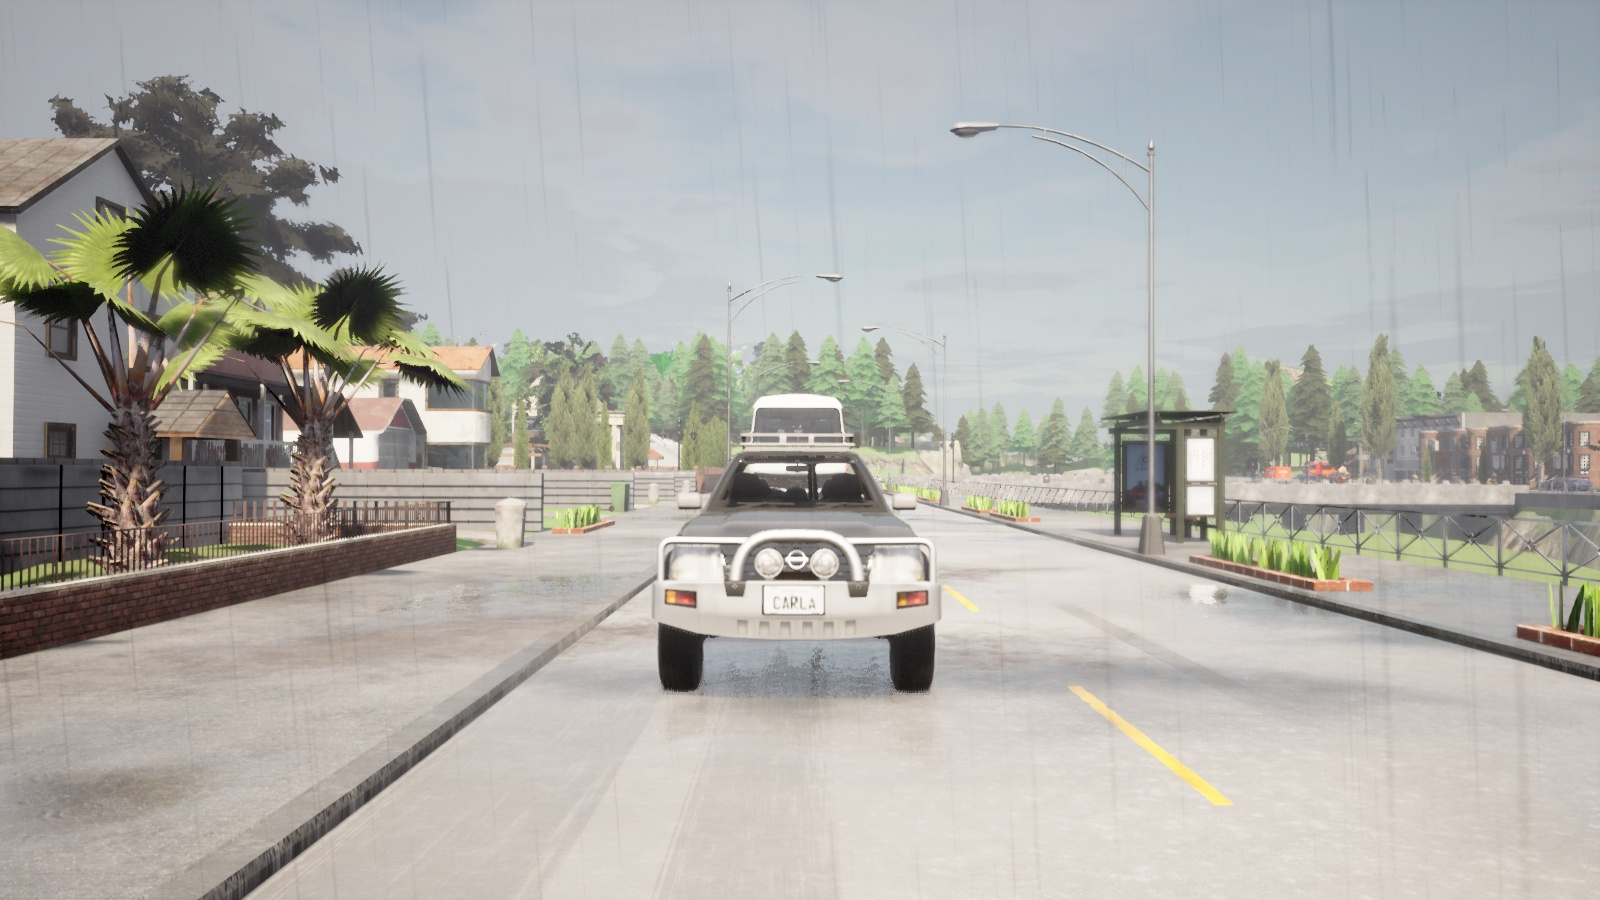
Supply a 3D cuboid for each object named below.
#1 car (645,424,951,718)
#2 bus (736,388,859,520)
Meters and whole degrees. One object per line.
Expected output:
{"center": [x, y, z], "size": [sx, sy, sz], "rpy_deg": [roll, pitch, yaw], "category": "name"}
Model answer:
{"center": [-0.018, 0.804, 10.269], "size": [1.932, 1.855, 4.605], "rpy_deg": [0, -1, 0], "category": "car"}
{"center": [-0.087, 0.208, 45.788], "size": [3.944, 4.253, 10.273], "rpy_deg": [0, -1, 0], "category": "bus"}
